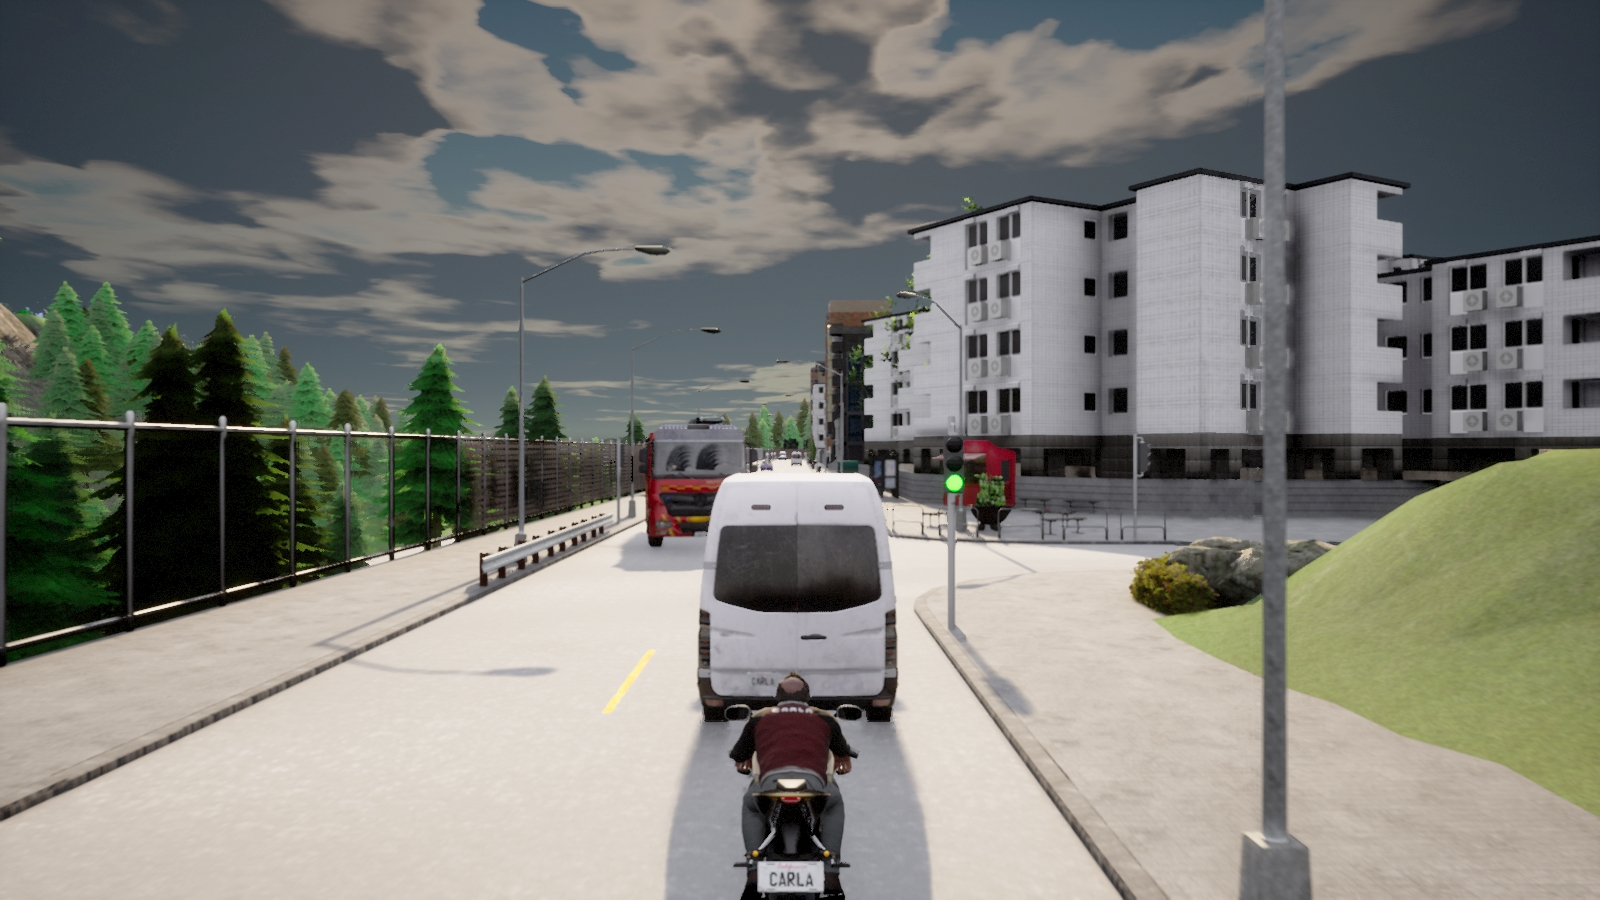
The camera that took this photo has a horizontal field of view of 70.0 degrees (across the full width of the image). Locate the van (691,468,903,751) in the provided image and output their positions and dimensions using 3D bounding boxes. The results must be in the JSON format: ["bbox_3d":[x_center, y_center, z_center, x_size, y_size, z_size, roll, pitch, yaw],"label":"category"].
[{"bbox_3d":[-0.035,1.543,13.674,1.988,2.561,5.915,0,0,0],"label":"van"}]

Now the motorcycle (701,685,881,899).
[{"bbox_3d":[-0.041,2.209,6.611,0.867,1.251,2.209,0,0,0],"label":"motorcycle"}]

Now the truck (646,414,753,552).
[{"bbox_3d":[-3.367,0.911,36.125,2.891,3.827,8.468,0,0,-8],"label":"truck"}]
